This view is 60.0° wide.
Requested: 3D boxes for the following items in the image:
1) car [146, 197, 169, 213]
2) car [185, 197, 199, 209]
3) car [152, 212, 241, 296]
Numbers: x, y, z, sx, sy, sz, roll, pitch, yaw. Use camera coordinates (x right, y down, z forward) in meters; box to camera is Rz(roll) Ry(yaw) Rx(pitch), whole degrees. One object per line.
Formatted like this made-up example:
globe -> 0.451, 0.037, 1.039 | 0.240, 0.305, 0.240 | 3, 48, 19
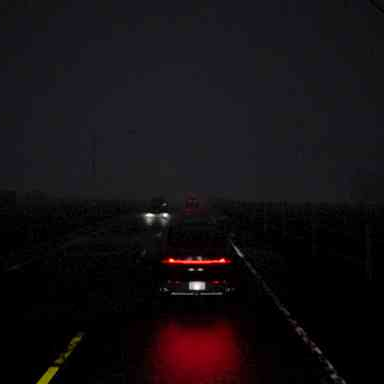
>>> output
car -> -3.628, 1.306, 35.925 | 2.097, 1.767, 4.553 | 0, 0, 0
car -> 0.054, 1.434, 45.458 | 2.128, 1.511, 4.902 | 0, 0, 0
car -> 0.091, 1.493, 8.591 | 1.837, 1.490, 4.892 | 0, 0, 0
